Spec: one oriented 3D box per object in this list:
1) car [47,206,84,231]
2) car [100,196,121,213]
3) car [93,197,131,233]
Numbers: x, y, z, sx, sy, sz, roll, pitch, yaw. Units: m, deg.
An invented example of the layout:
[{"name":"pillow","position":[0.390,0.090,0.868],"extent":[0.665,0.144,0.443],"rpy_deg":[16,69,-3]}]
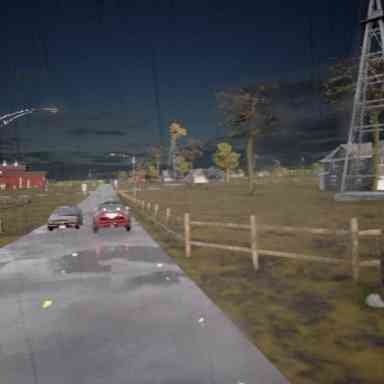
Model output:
[{"name":"car","position":[-8.215,1.638,21.992],"extent":[2.033,1.411,5.357],"rpy_deg":[-2,1,-14]},{"name":"car","position":[-9.034,1.336,36.841],"extent":[2.128,1.511,4.902],"rpy_deg":[-2,1,-14]},{"name":"car","position":[-4.961,1.362,20.566],"extent":[2.097,1.767,4.553],"rpy_deg":[-2,1,-14]}]
